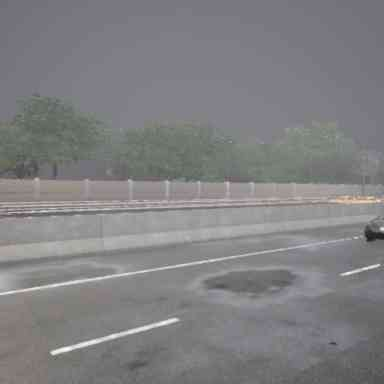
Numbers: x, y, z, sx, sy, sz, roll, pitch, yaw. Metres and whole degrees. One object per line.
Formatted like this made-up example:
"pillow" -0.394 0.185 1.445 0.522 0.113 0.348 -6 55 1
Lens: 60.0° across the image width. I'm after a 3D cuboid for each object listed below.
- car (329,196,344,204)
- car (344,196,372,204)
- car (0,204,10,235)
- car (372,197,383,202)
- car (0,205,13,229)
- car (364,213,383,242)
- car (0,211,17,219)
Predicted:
"car" 20.175 1.314 44.171 5.008 1.535 1.882 0 0 -35
"car" 21.085 1.319 40.526 5.008 1.535 1.882 0 0 -35
"car" -12.166 1.478 16.810 5.008 1.535 1.882 0 0 -36
"car" 22.785 1.320 37.442 5.008 1.535 1.882 0 0 -35
"car" -13.386 1.560 20.239 4.181 1.385 1.994 0 0 -36
"car" 9.565 1.501 14.874 4.181 1.385 1.994 0 0 -36
"car" -9.904 1.525 14.124 4.674 1.442 1.812 0 0 -36
